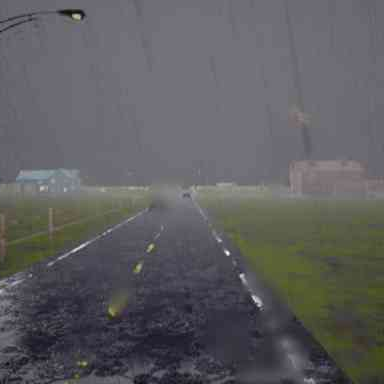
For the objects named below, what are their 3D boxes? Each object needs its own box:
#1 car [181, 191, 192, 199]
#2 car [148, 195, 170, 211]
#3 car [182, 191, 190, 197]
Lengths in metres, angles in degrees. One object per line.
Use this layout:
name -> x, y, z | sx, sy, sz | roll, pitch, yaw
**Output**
car -> -1.169, 0.643, 69.435 | 1.837, 1.490, 4.892 | -1, 1, -1
car -> -3.310, 1.111, 33.982 | 1.837, 1.490, 4.892 | -1, 1, -1
car -> -1.350, 0.457, 79.883 | 1.895, 1.301, 4.718 | -1, 1, -1
